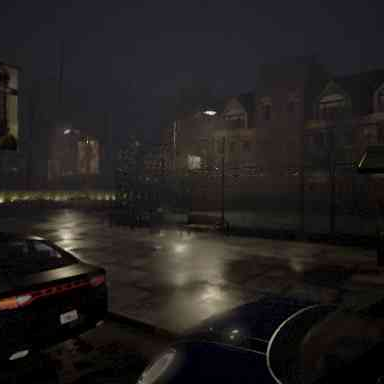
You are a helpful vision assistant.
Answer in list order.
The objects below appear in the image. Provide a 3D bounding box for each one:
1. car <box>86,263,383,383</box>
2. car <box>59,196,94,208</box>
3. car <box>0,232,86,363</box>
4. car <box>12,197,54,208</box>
[{"bbox_3d":[1.713,1.356,2.082,4.553,1.767,2.185,0,0,35],"label":"car"},{"bbox_3d":[-14.831,1.283,42.905,1.812,1.442,4.674,0,0,35],"label":"car"},{"bbox_3d":[-3.600,1.439,5.700,5.008,1.535,2.097,0,0,35],"label":"car"},{"bbox_3d":[-19.911,1.335,41.785,1.895,1.301,4.718,0,0,35],"label":"car"}]
